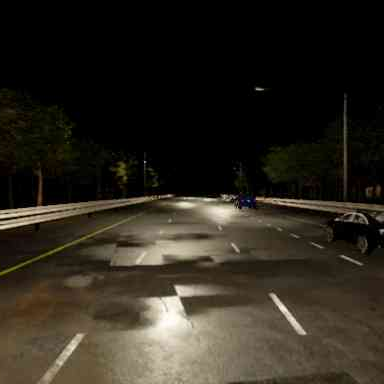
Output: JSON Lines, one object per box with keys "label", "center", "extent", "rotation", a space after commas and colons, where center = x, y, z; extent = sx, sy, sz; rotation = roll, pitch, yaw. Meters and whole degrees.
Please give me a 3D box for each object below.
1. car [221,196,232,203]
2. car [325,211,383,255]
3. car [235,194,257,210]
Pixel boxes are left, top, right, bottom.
{"label": "car", "center": [7.072, 1.563, 67.712], "extent": [1.812, 1.442, 4.674], "rotation": [0, 0, 0]}
{"label": "car", "center": [7.003, 1.492, 13.293], "extent": [2.128, 1.511, 4.902], "rotation": [0, 0, 0]}
{"label": "car", "center": [7.016, 1.231, 43.724], "extent": [2.150, 2.045, 5.566], "rotation": [0, 0, 0]}
